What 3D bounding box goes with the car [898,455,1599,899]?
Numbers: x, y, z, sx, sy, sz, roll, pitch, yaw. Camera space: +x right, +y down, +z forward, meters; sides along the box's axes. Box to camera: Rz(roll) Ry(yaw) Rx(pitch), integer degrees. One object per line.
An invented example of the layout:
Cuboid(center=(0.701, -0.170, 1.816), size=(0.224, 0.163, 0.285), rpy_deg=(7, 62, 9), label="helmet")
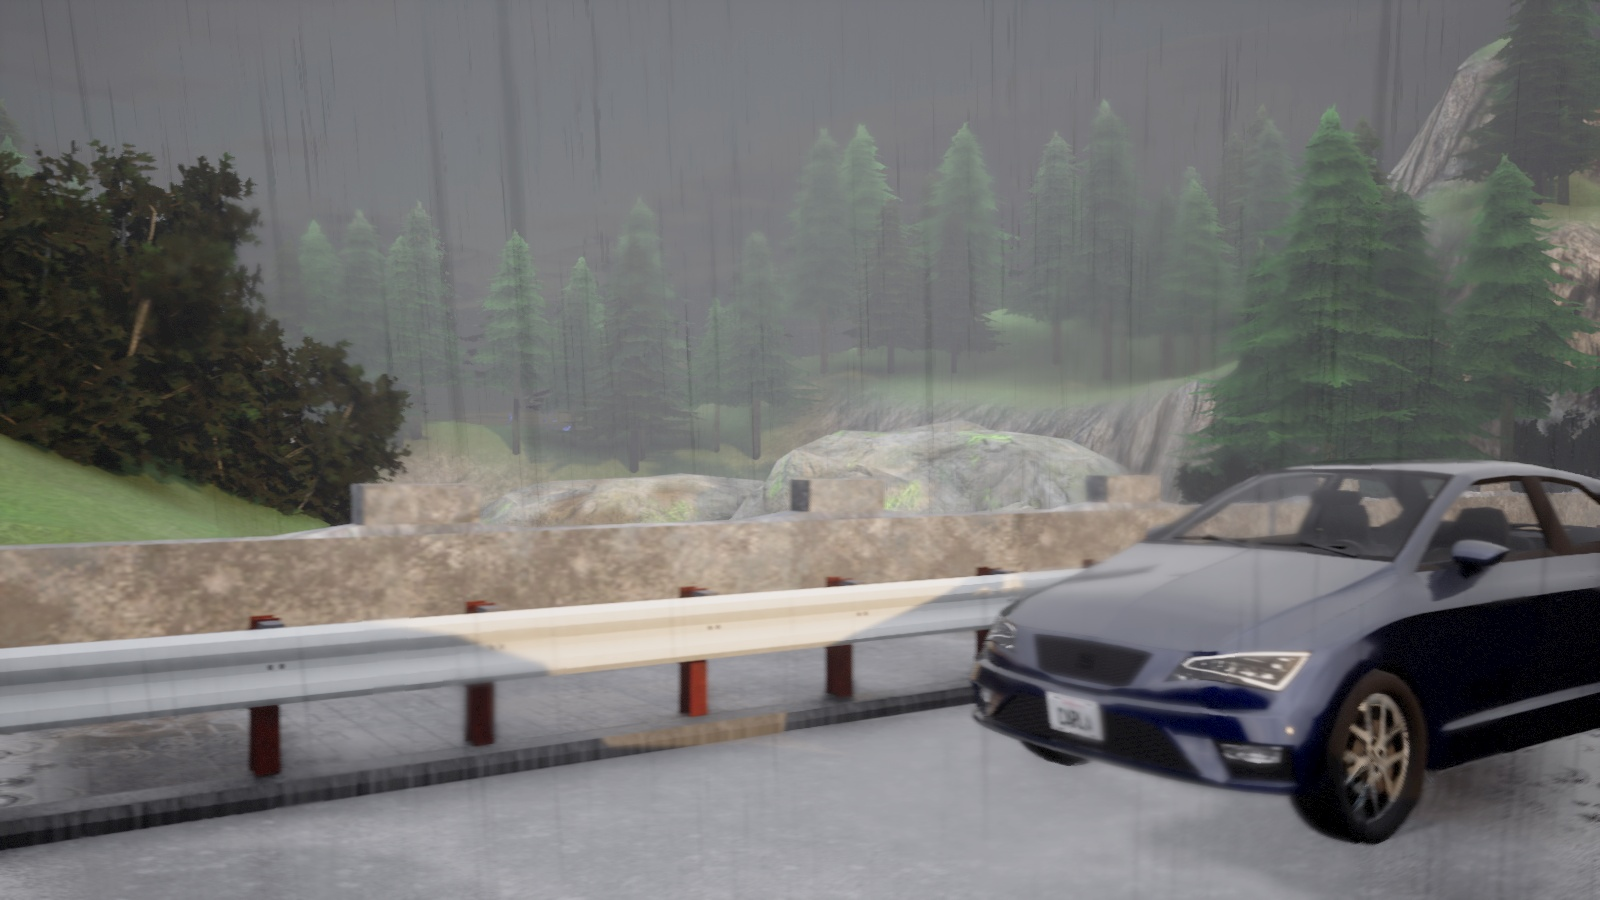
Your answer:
Cuboid(center=(2.684, 0.768, 6.135), size=(4.193, 1.474, 1.816), rpy_deg=(0, 0, -35), label="car")
